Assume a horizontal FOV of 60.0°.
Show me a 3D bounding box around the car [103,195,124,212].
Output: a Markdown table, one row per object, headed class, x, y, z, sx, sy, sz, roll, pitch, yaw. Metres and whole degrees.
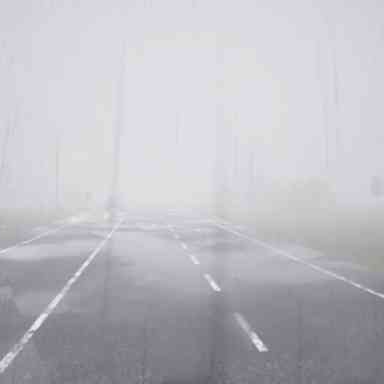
| class | x | y | z | sx | sy | sz | roll | pitch | yaw |
| --- | --- | --- | --- | --- | --- | --- | --- | --- | --- |
| car | -9.488 | 1.371 | 40.737 | 2.150 | 2.045 | 5.566 | 0 | 0 | -8 |
